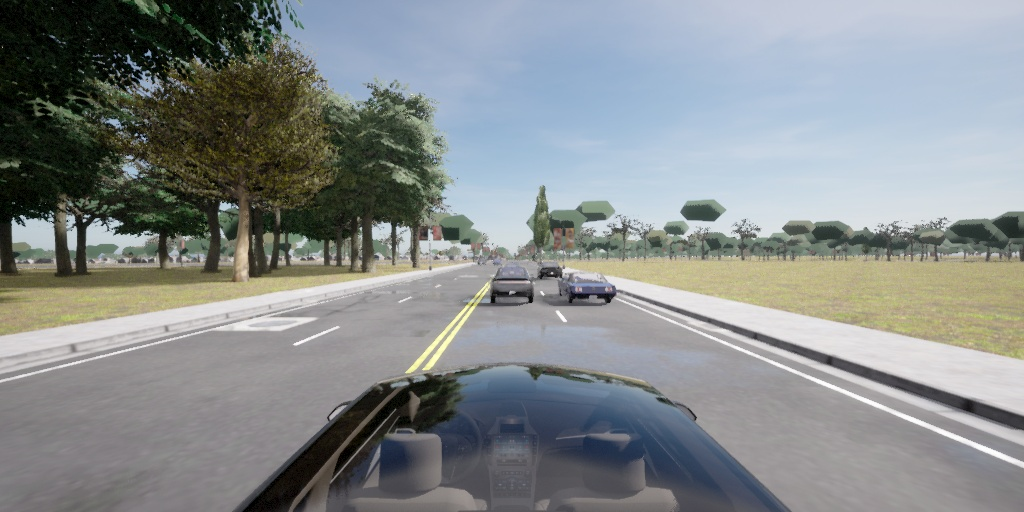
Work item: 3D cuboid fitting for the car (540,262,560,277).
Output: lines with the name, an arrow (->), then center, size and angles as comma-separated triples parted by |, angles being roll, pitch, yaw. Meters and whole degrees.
car -> 3.250, 1.238, 31.501 | 1.882, 1.535, 5.008 | 0, 0, 0

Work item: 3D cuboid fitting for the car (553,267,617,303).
car -> 3.250, 1.365, 16.531 | 1.895, 1.301, 4.718 | 0, 0, 0

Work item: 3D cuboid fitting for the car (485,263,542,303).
car -> 0.000, 1.244, 16.500 | 2.128, 1.511, 4.902 | 0, 0, 0

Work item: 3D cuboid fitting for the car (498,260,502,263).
car -> 0.000, 1.326, 31.500 | 1.994, 1.385, 4.181 | 0, 0, 0
